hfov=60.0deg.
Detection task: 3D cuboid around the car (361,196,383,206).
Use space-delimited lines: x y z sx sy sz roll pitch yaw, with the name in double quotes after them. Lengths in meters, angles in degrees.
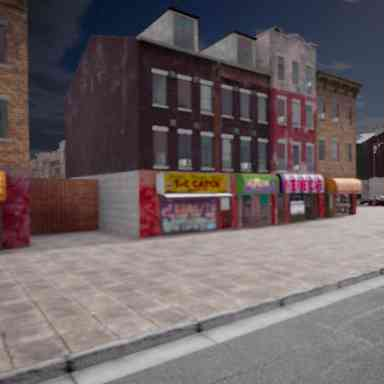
23.384 1.132 41.295 1.887 1.381 4.507 -2 0 -36 "car"
